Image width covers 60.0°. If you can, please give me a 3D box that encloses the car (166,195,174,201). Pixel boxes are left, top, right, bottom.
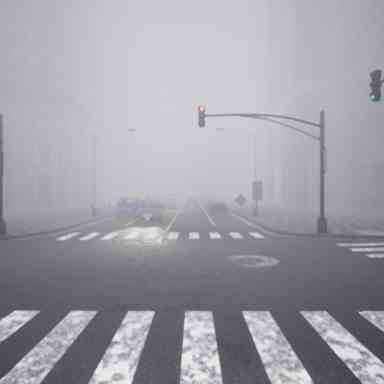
[{"bbox_3d":[-5.733,1.581,85.440,1.752,1.417,4.829,0,0,0],"label":"car"}]

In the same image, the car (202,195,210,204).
[{"bbox_3d":[2.795,1.566,46.914,1.887,1.381,4.507,0,0,0],"label":"car"}]

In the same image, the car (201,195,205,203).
[{"bbox_3d":[2.796,1.552,52.609,1.752,1.417,4.829,0,0,0],"label":"car"}]

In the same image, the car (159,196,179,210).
[{"bbox_3d":[-3.065,1.544,42.832,1.812,1.442,4.674,0,0,0],"label":"car"}]

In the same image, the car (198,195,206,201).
[{"bbox_3d":[2.804,1.501,91.118,1.967,1.590,4.097,0,0,0],"label":"car"}]

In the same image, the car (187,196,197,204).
[{"bbox_3d":[0.029,1.564,65.579,1.812,1.442,4.674,0,0,0],"label":"car"}]

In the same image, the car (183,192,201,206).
[{"bbox_3d":[0.084,1.381,55.901,2.097,1.767,4.553,0,0,0],"label":"car"}]

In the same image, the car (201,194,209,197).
[{"bbox_3d":[2.798,1.581,63.490,1.887,1.381,4.507,0,0,0],"label":"car"}]

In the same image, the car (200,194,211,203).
[{"bbox_3d":[2.799,1.356,69.016,2.192,1.841,5.009,0,0,0],"label":"car"}]

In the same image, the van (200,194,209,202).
[{"bbox_3d":[2.800,1.387,74.541,1.690,1.788,3.998,0,0,0],"label":"van"}]

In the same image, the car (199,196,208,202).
[{"bbox_3d":[2.802,1.602,80.067,2.008,1.369,4.403,0,0,0],"label":"car"}]

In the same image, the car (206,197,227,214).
[{"bbox_3d":[2.792,1.558,35.863,1.887,1.381,4.507,0,0,0],"label":"car"}]

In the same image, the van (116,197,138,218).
[{"bbox_3d":[-5.766,1.350,30.360,1.690,1.788,3.998,0,0,0],"label":"van"}]

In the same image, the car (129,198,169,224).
[{"bbox_3d":[-3.111,1.496,25.022,2.128,1.511,4.902,0,0,-2],"label":"car"}]

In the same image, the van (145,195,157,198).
[{"bbox_3d":[-5.757,1.363,46.935,1.690,1.788,3.998,0,0,0],"label":"van"}]

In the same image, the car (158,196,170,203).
[{"bbox_3d":[-5.743,1.592,69.035,2.008,1.369,4.403,0,0,0],"label":"car"}]

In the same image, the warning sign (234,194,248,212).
[{"bbox_3d":[5.086,1.127,34.477,1.300,1.860,1.060,0,0,0],"label":"warning sign"}]

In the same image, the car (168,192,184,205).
[{"bbox_3d":[-2.974,1.063,59.301,2.150,2.045,5.566,0,0,0],"label":"car"}]

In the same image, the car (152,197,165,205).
[{"bbox_3d":[-5.749,1.613,57.985,1.802,1.307,4.206,0,0,0],"label":"car"}]

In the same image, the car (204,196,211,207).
[{"bbox_3d":[2.794,1.562,41.388,1.887,1.381,4.507,0,0,0],"label":"car"}]
